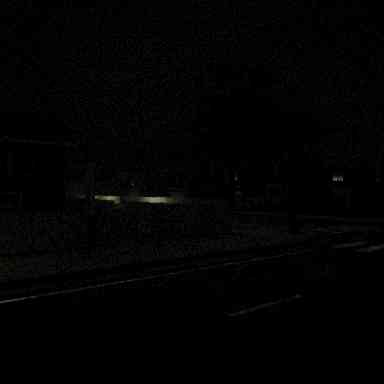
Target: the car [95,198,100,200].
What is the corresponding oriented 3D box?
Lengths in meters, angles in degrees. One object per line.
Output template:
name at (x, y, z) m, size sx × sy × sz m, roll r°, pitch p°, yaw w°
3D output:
car at (-16.081, 1.653, 54.216) m, size 1.994 × 1.385 × 4.181 m, roll 0°, pitch 0°, yaw -35°
